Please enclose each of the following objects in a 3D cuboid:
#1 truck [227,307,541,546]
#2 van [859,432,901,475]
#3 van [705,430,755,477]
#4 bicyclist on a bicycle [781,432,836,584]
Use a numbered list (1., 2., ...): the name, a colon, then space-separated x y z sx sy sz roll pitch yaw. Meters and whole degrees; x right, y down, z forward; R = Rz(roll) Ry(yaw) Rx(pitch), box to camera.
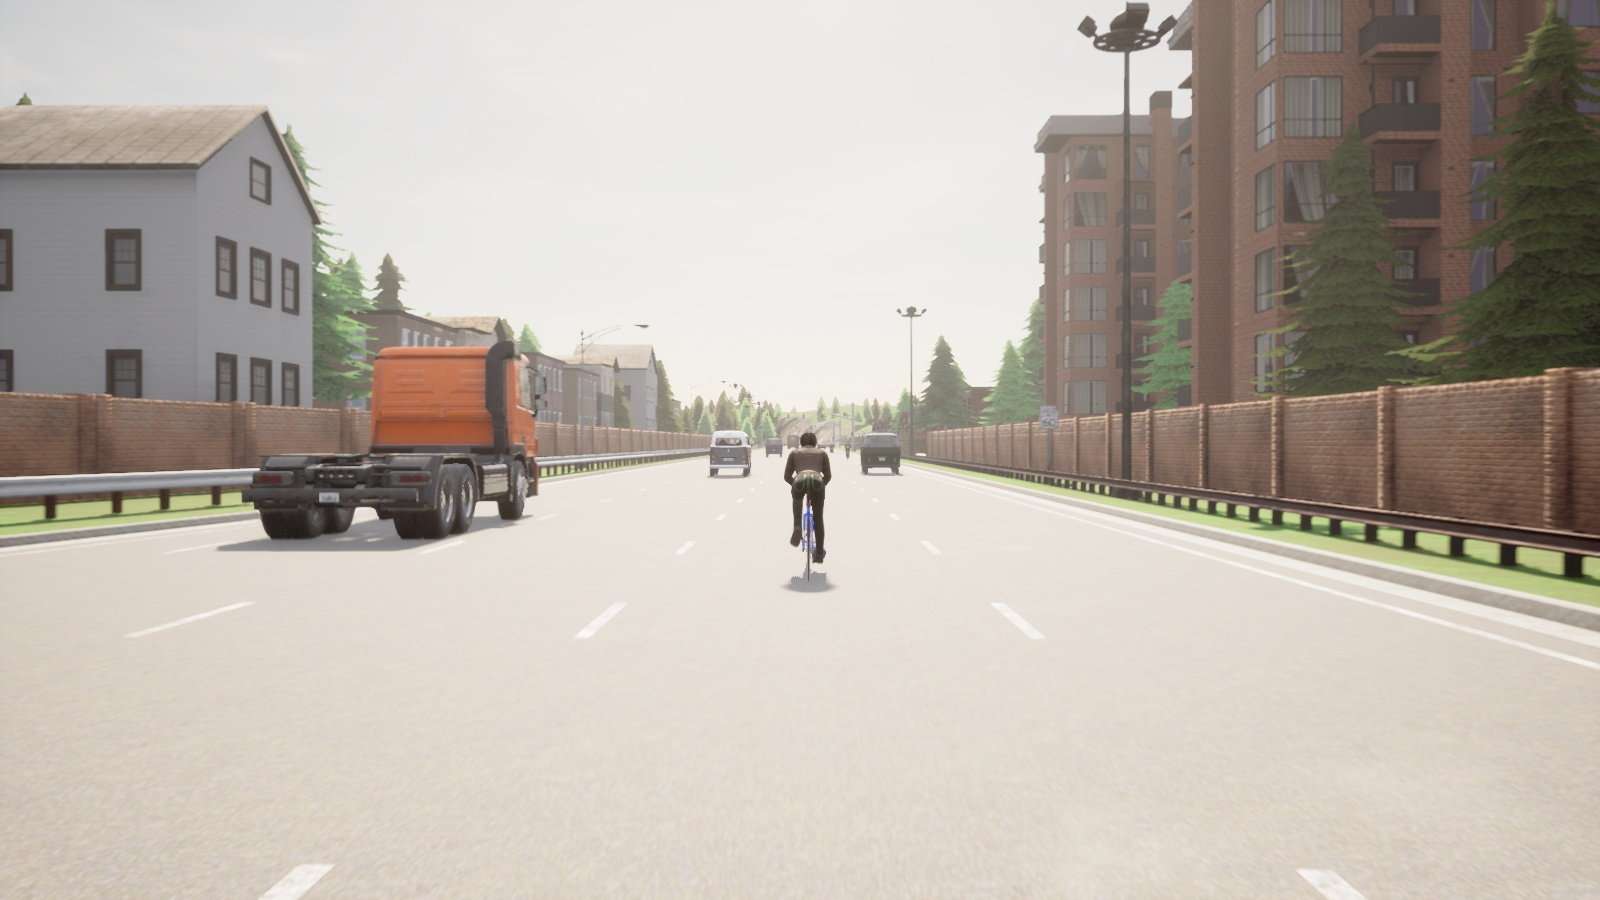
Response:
1. truck: -6.858 -0.366 22.211 2.891 3.462 7.936 0 0 0
2. van: 3.862 0.160 60.936 1.775 1.987 4.442 0 0 0
3. van: -3.159 0.144 57.554 2.069 2.038 4.480 0 0 0
4. bicyclist on a bicycle: 0.096 0.620 14.198 0.582 1.620 1.656 0 0 0
